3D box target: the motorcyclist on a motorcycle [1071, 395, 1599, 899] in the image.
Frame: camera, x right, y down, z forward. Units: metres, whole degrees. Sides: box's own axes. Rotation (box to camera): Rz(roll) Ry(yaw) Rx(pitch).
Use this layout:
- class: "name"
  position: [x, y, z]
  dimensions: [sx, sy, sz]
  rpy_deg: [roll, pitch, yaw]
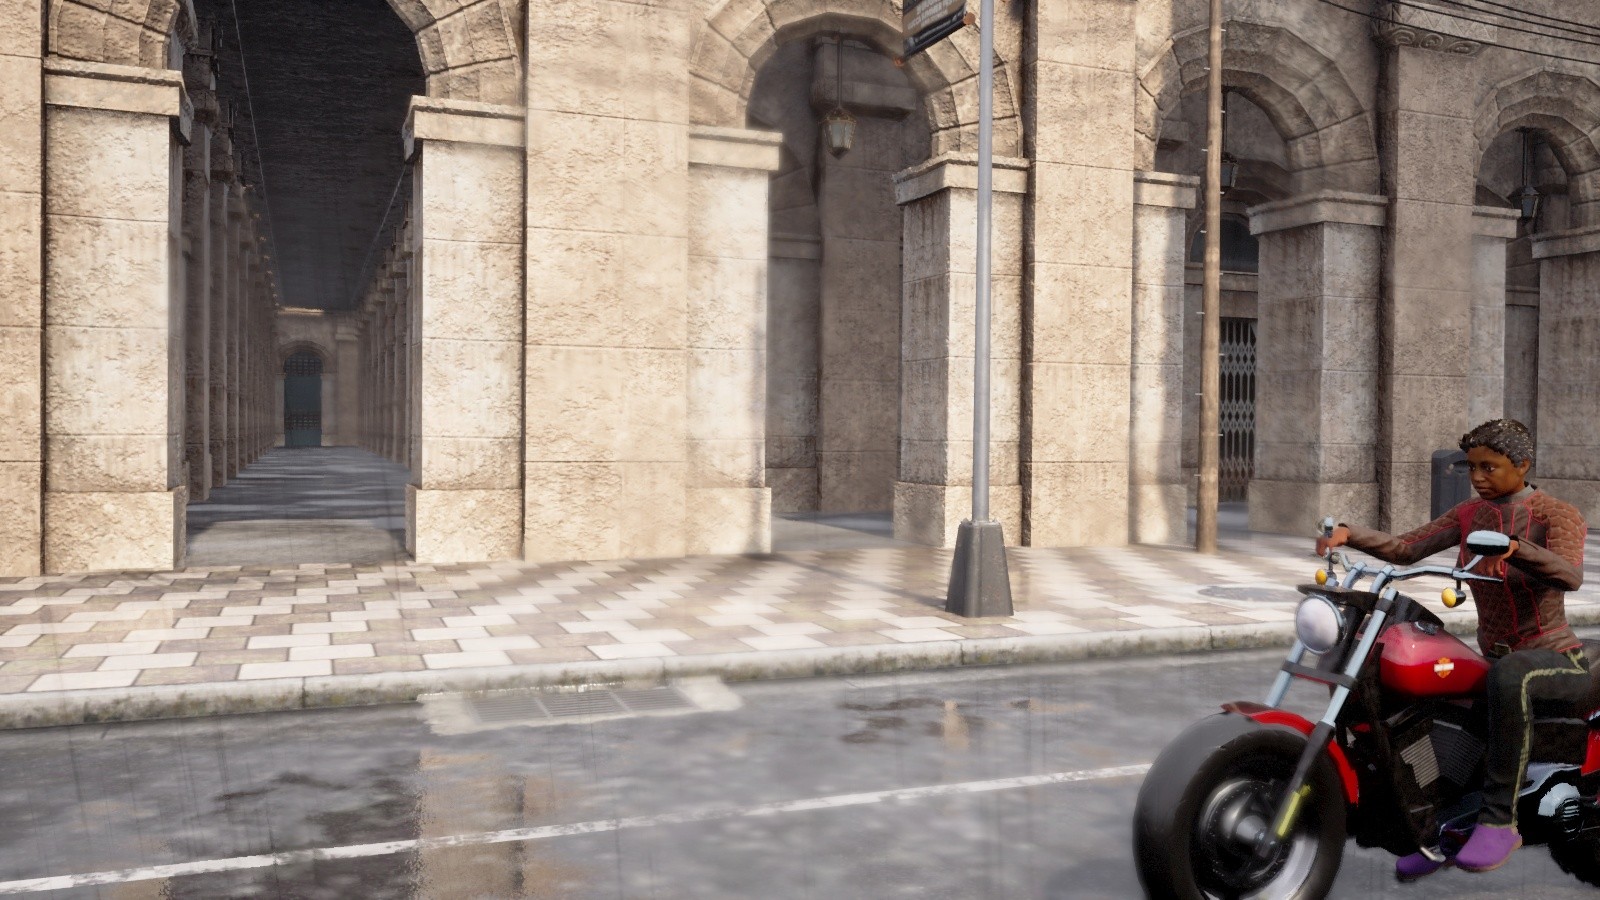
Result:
- class: "motorcyclist on a motorcycle"
  position: [2.107, 0.660, 4.062]
  dimensions: [2.350, 1.649, 0.766]
  rpy_deg: [-1, 1, -21]
